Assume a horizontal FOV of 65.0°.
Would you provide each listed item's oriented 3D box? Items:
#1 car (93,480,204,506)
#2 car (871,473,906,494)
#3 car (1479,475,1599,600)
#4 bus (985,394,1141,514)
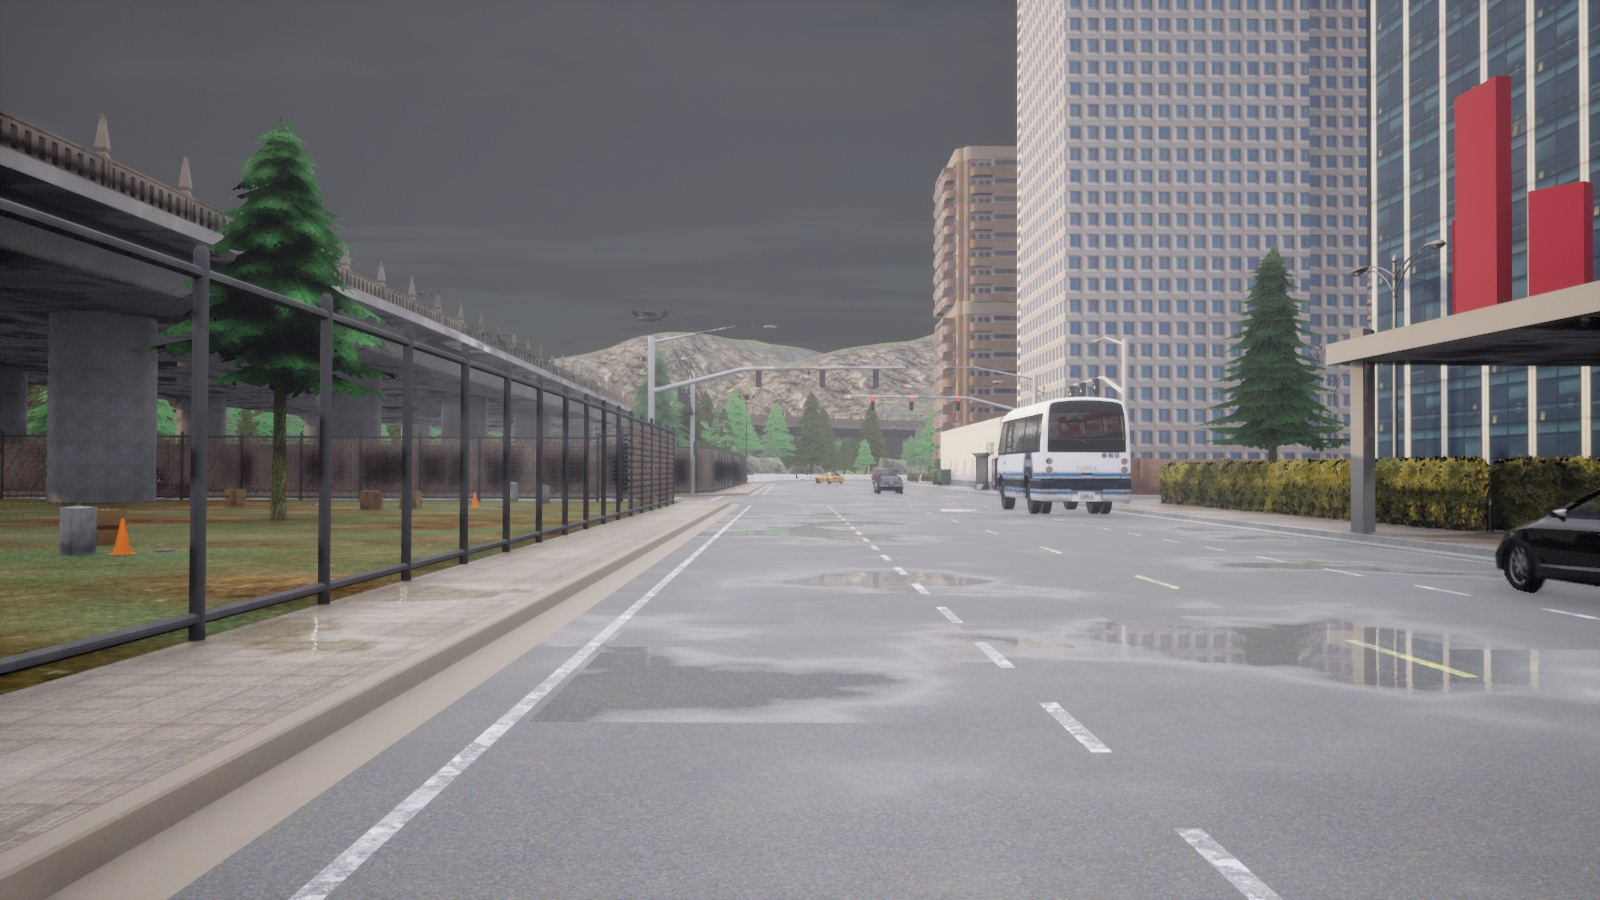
[{"bbox_3d":[-33.306,2.186,64.269,4.718,1.301,1.895,0,-1,-1],"label":"car"},{"bbox_3d":[6.295,2.343,89.404,2.033,1.411,5.357,0,-1,-1],"label":"car"},{"bbox_3d":[10.379,1.046,15.374,1.816,1.474,4.193,0,-1,0],"label":"car"},{"bbox_3d":[10.096,0.236,49.782,3.944,4.253,10.273,0,-1,0],"label":"bus"}]
